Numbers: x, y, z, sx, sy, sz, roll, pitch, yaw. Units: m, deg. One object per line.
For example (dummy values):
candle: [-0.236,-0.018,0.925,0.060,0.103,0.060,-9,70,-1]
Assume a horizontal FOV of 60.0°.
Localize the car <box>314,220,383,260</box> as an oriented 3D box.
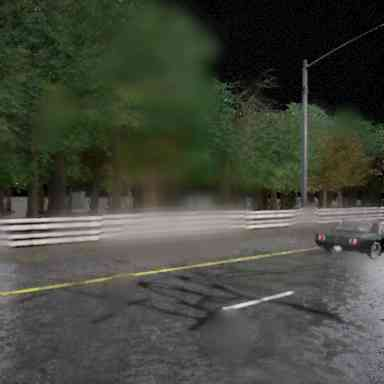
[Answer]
car: [7.033,1.740,13.140,4.718,1.301,1.895,1,0,-35]
